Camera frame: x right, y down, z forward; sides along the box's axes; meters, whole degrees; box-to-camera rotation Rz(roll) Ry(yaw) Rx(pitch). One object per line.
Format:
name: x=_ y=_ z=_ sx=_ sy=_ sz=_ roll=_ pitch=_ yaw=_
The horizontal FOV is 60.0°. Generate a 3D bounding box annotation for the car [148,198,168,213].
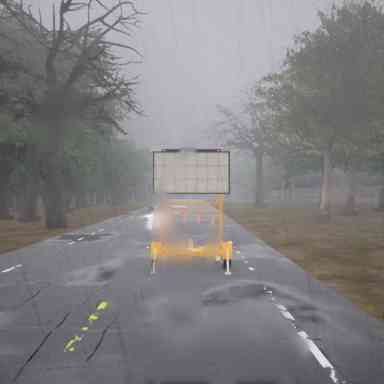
car: x=-3.663 y=1.438 z=36.276 sx=2.128 sy=1.511 sz=4.902 roll=0 pitch=0 yaw=0

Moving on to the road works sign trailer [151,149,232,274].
road works sign trailer: x=-0.017 y=0.458 z=10.486 sx=2.380 sy=3.560 sz=2.880 roll=0 pitch=0 yaw=0
